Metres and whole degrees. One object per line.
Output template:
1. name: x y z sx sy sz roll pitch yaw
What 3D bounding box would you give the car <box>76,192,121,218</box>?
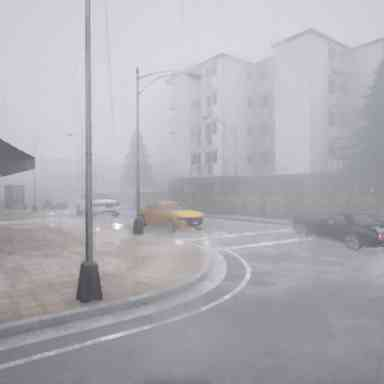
1. car: -7.826 0.993 27.321 2.150 2.045 5.566 0 0 -36

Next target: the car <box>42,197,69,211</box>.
1. car: -15.497 1.297 37.740 1.812 1.442 4.674 0 1 -36

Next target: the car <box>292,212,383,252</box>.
1. car: 6.247 1.458 13.732 1.895 1.301 4.718 1 3 -20

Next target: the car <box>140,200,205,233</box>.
1. car: -1.264 1.247 18.381 1.882 1.535 5.008 0 0 -35
